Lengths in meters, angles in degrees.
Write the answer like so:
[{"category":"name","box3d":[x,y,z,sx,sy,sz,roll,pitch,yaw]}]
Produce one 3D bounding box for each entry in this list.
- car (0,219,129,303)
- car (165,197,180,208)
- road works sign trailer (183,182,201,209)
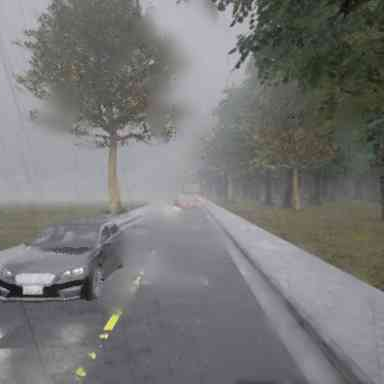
[{"category":"car","box3d":[-2.854,1.496,8.418,2.128,1.511,4.902,0,0,0]},{"category":"car","box3d":[-2.853,1.510,49.040,2.128,1.511,4.902,0,0,0]},{"category":"road works sign trailer","box3d":[-0.024,0.482,45.330,2.380,3.560,2.880,0,0,0]}]
